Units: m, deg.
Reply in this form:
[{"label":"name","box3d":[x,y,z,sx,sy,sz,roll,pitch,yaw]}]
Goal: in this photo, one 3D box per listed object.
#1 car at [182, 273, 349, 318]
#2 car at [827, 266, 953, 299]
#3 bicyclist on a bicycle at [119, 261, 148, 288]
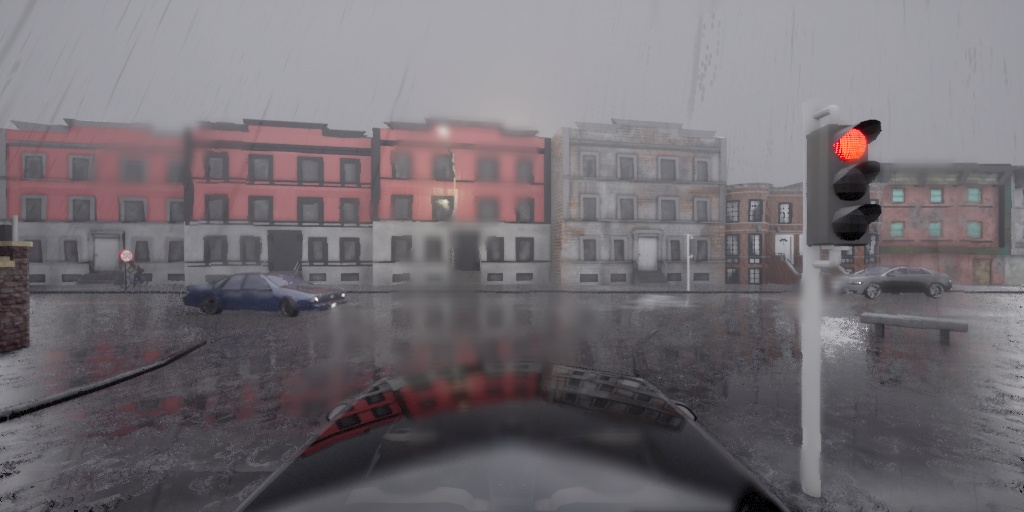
[{"label":"car","box3d":[-8.666,1.298,12.666,5.357,1.411,2.033,0,0,10]},{"label":"car","box3d":[18.126,1.242,17.335,4.902,1.511,2.128,0,0,0]},{"label":"bicyclist on a bicycle","box3d":[-22.690,1.098,21.514,0.582,1.620,1.656,0,0,0]}]
